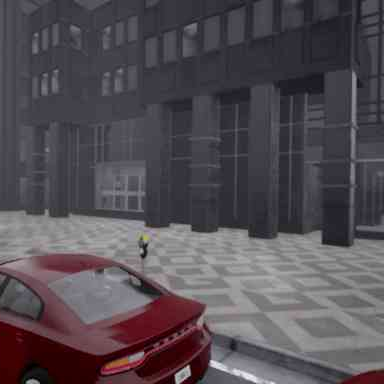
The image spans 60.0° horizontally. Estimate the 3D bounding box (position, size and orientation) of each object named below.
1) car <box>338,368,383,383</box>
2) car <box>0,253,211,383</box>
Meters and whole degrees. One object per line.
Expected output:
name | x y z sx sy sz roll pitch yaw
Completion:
car | 2.695 1.570 1.046 4.507 1.381 1.887 1 1 35
car | -1.901 1.484 4.307 4.507 1.381 1.887 1 1 35
